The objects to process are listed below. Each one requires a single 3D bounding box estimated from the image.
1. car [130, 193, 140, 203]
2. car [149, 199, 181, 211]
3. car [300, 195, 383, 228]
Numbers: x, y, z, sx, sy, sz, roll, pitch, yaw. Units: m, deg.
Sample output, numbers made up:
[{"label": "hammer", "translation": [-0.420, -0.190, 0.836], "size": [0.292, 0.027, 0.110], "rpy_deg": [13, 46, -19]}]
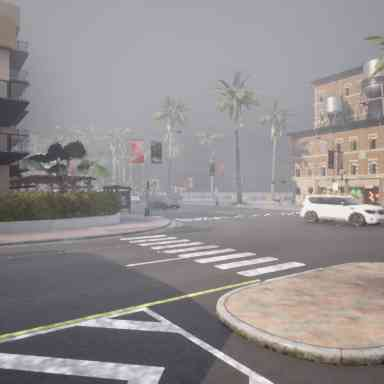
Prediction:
[{"label": "car", "translation": [-12.685, 1.221, 67.362], "size": [2.150, 2.045, 5.566], "rpy_deg": [0, 0, -38]}, {"label": "car", "translation": [-3.547, 1.547, 42.156], "size": [2.033, 1.411, 5.357], "rpy_deg": [0, 0, -35]}, {"label": "car", "translation": [10.113, 1.222, 22.670], "size": [2.150, 2.045, 5.566], "rpy_deg": [0, 0, -35]}]
